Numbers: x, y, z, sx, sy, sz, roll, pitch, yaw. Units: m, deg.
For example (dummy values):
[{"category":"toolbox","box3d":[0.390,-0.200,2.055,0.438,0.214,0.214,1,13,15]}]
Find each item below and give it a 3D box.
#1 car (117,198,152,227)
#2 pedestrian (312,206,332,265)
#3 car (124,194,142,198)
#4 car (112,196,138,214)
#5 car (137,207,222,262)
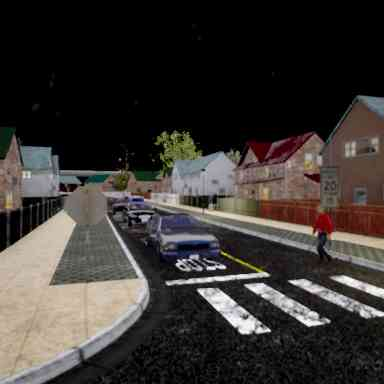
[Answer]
[{"category":"car","box3d":[-3.462,1.380,21.766,2.128,1.511,4.902,0,0,-17]},{"category":"pedestrian","box3d":[3.908,1.234,9.994,0.375,1.860,0.375,0,0,-17]},{"category":"car","box3d":[-7.931,1.215,46.682,1.882,1.535,5.008,0,0,-17]},{"category":"car","box3d":[-6.863,1.389,33.030,1.994,1.385,4.181,0,0,-16]},{"category":"car","box3d":[-0.616,1.487,12.239,2.033,1.411,5.357,0,0,-15]}]
